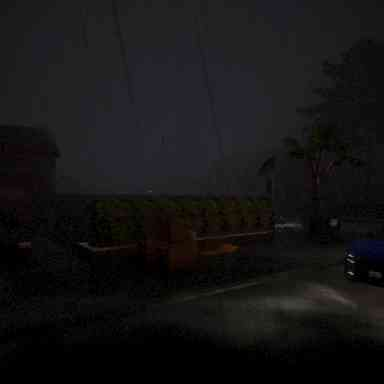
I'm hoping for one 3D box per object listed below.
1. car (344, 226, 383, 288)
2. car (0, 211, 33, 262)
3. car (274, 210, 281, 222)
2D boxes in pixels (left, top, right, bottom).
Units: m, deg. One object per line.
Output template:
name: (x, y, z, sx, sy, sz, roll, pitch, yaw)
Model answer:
car: (5.867, 1.478, 8.599, 5.008, 1.535, 1.882, 0, 1, -38)
car: (-6.477, 1.356, 10.777, 2.033, 1.415, 5.357, 0, 0, -33)
car: (4.554, 1.504, 25.340, 1.837, 1.490, 4.892, 0, 0, -35)
